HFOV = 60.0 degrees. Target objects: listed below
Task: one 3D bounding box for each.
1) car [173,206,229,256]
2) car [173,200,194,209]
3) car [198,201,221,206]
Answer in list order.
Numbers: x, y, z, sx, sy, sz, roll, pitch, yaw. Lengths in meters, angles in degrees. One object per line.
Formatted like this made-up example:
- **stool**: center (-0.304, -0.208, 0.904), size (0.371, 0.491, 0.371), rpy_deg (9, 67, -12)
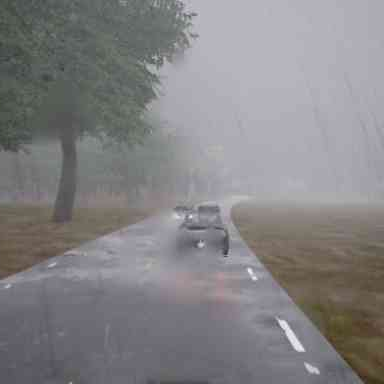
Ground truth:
- **car**: center (0.445, 1.511, 13.205), size (2.128, 1.511, 4.902), rpy_deg (0, 0, 3)
- **car**: center (-0.878, 1.617, 37.238), size (1.895, 1.301, 4.718), rpy_deg (0, 0, 7)
- **car**: center (1.583, 1.501, 29.959), size (1.882, 1.535, 5.008), rpy_deg (0, 0, 5)
